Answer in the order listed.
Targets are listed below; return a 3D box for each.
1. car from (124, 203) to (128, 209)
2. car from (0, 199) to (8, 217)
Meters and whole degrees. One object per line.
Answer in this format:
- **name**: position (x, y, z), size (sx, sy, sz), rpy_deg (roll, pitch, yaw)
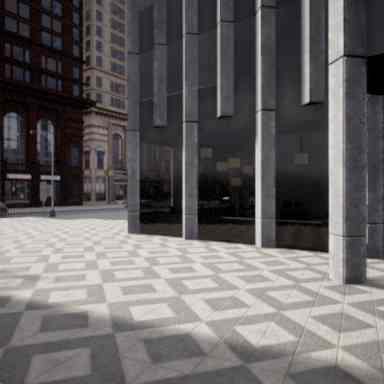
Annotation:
- **car**: position (-7.286, 1.644, 45.570), size (1.994, 1.385, 4.181), rpy_deg (0, 0, 36)
- **car**: position (-18.896, 1.373, 29.331), size (2.097, 1.767, 4.553), rpy_deg (0, 0, 36)
